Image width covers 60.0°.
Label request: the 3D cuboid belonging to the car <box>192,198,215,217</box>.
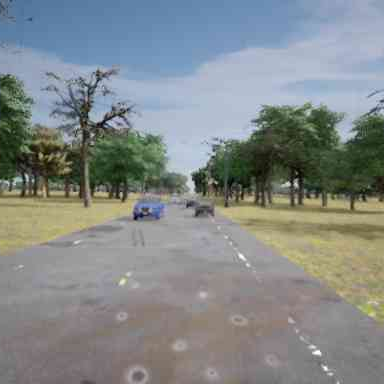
[{"bbox_3d":[1.228,1.630,33.044,1.837,1.490,4.892,0,0,0],"label":"car"}]

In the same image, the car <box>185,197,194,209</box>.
[{"bbox_3d":[0.008,1.706,50.416,1.837,1.490,4.892,0,0,0],"label":"car"}]

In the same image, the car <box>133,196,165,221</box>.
[{"bbox_3d":[-3.599,1.327,28.515,2.150,2.045,5.566,0,0,1],"label":"car"}]

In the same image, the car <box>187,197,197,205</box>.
[{"bbox_3d":[0.006,1.803,67.233,1.812,1.442,4.674,0,0,0],"label":"car"}]

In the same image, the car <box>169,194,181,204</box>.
[{"bbox_3d":[-3.494,1.510,69.639,2.150,2.045,5.566,0,0,0],"label":"car"}]
